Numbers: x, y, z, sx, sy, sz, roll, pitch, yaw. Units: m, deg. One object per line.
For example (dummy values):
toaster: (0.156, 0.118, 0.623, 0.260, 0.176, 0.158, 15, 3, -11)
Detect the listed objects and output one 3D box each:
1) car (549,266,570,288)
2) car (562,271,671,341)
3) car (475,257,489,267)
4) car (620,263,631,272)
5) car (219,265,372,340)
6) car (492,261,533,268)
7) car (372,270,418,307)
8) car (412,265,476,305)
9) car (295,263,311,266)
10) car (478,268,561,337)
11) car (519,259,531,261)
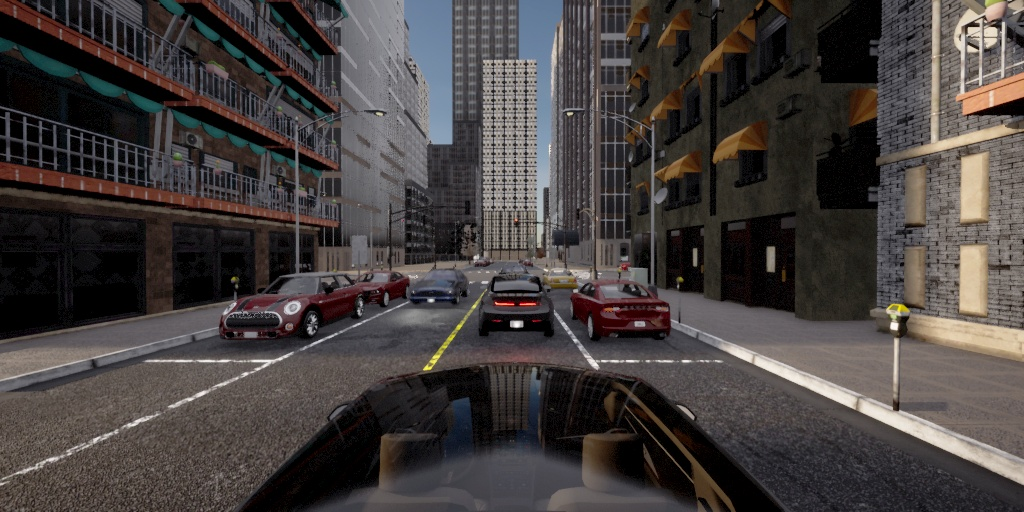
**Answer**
car: (2.709, 1.272, 20.988, 1.751, 1.417, 4.829, 0, 0, 0)
car: (2.698, 1.294, 9.771, 1.888, 1.381, 4.507, 0, 0, 0)
car: (-5.627, 1.291, 64.354, 1.888, 1.381, 4.507, 0, 0, 0)
car: (14.301, 1.005, 39.948, 4.507, 1.381, 1.888, 0, 0, 0)
car: (-5.684, 1.188, 9.793, 1.967, 1.591, 4.097, 0, 0, 0)
car: (0.118, 1.239, 20.456, 2.128, 1.511, 4.902, 0, 0, 0)
car: (-5.678, 1.293, 15.317, 1.888, 1.381, 4.507, 0, 0, 0)
car: (-3.044, 1.295, 16.212, 2.033, 1.411, 5.357, 0, 0, 1)
car: (-23.796, 1.494, 39.666, 4.097, 1.591, 1.967, 0, 0, 0)
car: (0.108, 1.253, 10.323, 1.837, 1.490, 4.892, 0, 0, 0)
car: (2.753, 1.185, 64.344, 1.967, 1.591, 4.097, 0, 0, 0)
